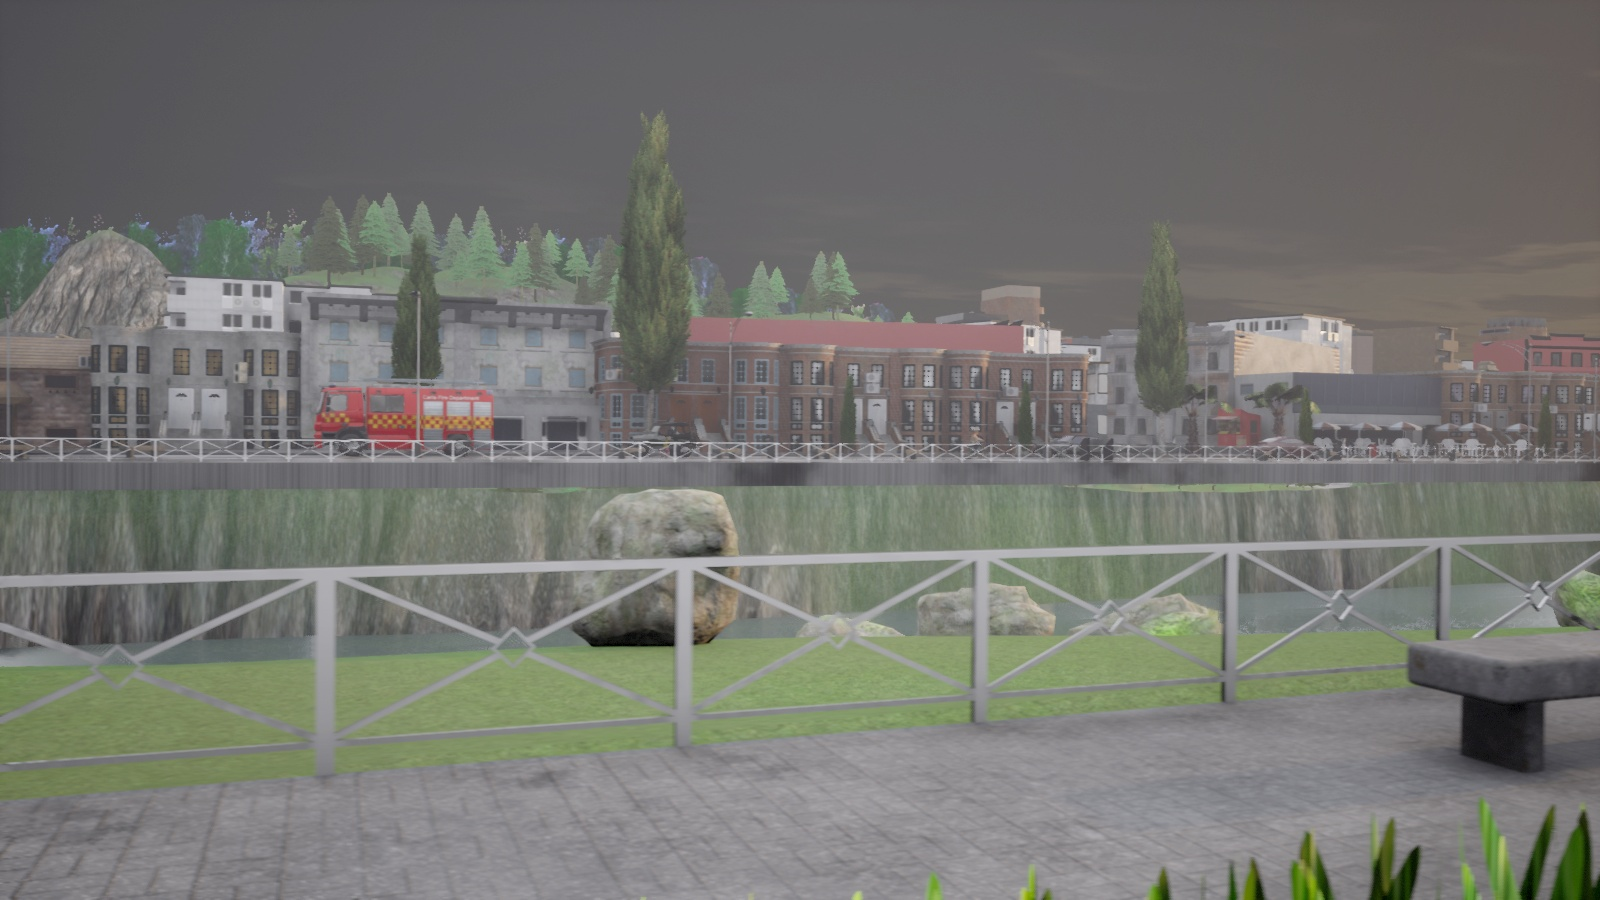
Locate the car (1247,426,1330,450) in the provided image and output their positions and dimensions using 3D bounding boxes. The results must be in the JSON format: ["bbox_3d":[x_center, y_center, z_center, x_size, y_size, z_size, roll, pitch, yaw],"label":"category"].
[{"bbox_3d":[29.757,-0.742,76.500,4.674,1.442,1.812,-1,1,-21],"label":"car"}]

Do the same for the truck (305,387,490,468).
[{"bbox_3d":[-19.872,-1.162,62.138,8.468,3.827,2.891,-1,1,-21],"label":"truck"}]

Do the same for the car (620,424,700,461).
[{"bbox_3d":[-7.460,-0.412,66.806,3.866,1.878,1.905,-1,1,-21],"label":"car"}]

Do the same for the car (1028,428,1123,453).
[{"bbox_3d":[16.653,-0.568,75.856,5.357,1.411,2.033,-1,1,-21],"label":"car"}]
